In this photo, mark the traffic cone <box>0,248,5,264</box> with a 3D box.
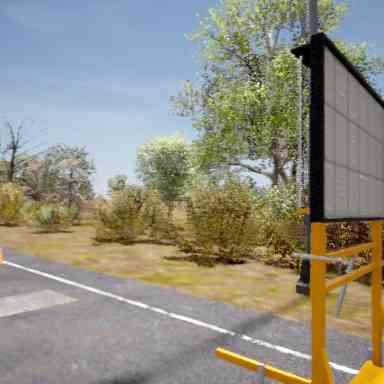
[{"bbox_3d":[-7.434,2.455,12.856,0.340,0.580,0.340,-1,-4,41],"label":"traffic cone"}]

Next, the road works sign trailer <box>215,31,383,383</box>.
[{"bbox_3d":[1.420,0.672,3.269,2.880,3.560,2.380,-1,-4,41],"label":"road works sign trailer"}]
